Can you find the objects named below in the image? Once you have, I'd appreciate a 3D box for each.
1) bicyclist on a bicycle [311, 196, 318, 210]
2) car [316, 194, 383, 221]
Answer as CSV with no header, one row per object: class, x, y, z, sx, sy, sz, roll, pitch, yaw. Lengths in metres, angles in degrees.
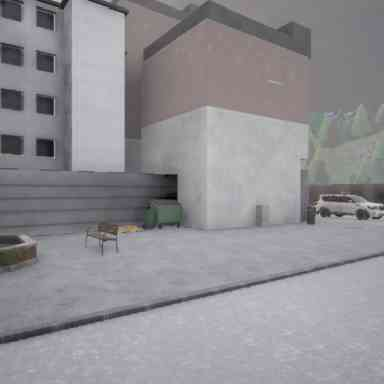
bicyclist on a bicycle,14.704,1.349,39.842,1.656,1.620,0.582,0,0,-36
car,12.991,1.222,27.498,2.150,2.045,5.566,0,0,-32
